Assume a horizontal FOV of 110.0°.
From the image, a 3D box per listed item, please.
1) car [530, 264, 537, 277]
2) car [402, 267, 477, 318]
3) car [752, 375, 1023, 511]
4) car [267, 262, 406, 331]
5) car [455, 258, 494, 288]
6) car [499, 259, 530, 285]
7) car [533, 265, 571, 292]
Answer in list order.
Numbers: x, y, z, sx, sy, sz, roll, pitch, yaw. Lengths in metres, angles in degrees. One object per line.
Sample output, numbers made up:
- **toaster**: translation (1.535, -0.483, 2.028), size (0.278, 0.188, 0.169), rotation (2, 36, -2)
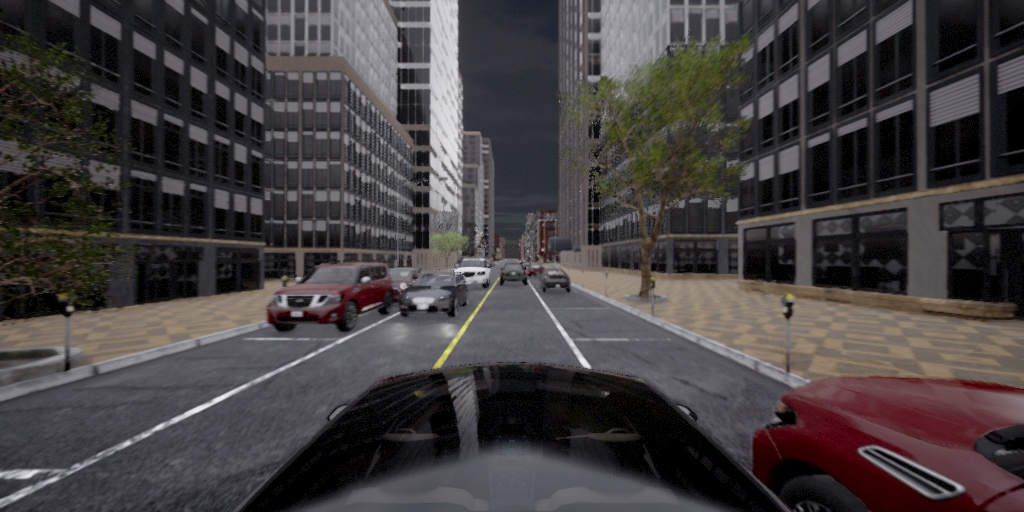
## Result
- **car**: translation (2.617, 1.589, 39.133), size (1.888, 1.381, 4.507), rotation (0, 0, 0)
- **car**: translation (-2.749, 1.329, 13.576), size (2.128, 1.511, 4.902), rotation (0, -1, 0)
- **car**: translation (2.575, 1.057, 0.226), size (2.192, 1.841, 5.009), rotation (0, 0, 0)
- **car**: translation (-5.304, 1.131, 11.352), size (2.192, 1.841, 5.009), rotation (0, 0, 0)
- **car**: translation (-2.723, 1.154, 25.690), size (2.150, 2.045, 5.566), rotation (0, -1, 0)
- **car**: translation (0.113, 1.307, 28.449), size (2.097, 1.767, 4.553), rotation (0, -1, 0)
- **car**: translation (2.592, 1.463, 22.457), size (2.007, 1.370, 4.403), rotation (0, 0, 0)
